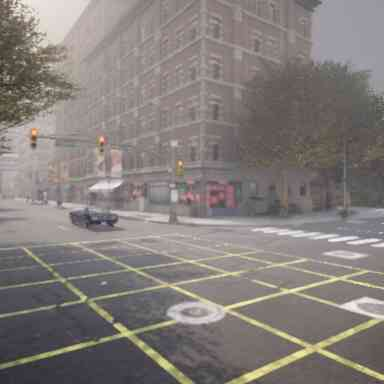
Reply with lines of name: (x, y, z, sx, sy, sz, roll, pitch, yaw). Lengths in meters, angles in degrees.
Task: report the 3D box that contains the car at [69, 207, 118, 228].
car: (-6.688, 1.624, 22.241, 1.895, 1.301, 4.718, 0, 0, -35)
